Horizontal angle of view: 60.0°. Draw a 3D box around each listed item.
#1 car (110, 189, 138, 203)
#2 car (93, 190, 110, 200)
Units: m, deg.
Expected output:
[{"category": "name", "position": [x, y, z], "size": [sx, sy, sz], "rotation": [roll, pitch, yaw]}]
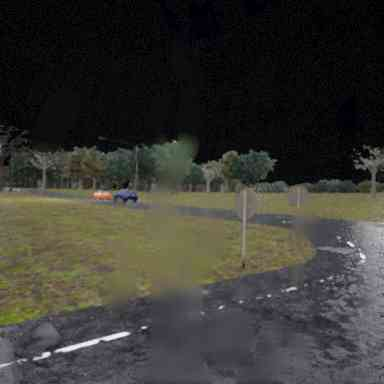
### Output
[{"category": "car", "position": [-10.350, 0.556, 51.871], "size": [2.150, 2.045, 5.566], "rotation": [2, 0, -35]}, {"category": "car", "position": [-16.348, 0.486, 60.317], "size": [2.097, 1.767, 4.553], "rotation": [2, 0, -35]}]
